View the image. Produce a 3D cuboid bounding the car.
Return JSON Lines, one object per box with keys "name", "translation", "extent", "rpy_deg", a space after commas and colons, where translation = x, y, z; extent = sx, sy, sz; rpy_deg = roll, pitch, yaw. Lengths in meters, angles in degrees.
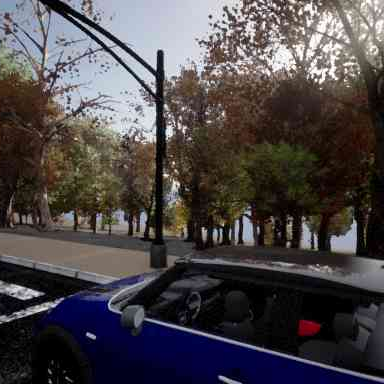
{"name": "car", "translation": [0.409, 1.352, 3.364], "extent": [4.553, 1.767, 2.097], "rpy_deg": [0, 0, 34]}
